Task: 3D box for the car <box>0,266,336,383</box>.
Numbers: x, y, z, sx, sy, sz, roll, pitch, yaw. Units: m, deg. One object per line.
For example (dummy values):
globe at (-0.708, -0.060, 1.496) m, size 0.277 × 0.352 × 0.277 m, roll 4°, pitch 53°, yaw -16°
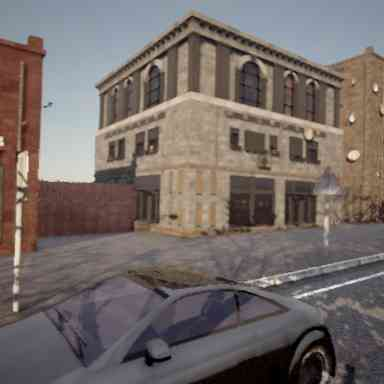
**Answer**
car at (-0.427, 1.555, 3.379) m, size 4.181 × 1.385 × 1.994 m, roll 0°, pitch 0°, yaw -35°
